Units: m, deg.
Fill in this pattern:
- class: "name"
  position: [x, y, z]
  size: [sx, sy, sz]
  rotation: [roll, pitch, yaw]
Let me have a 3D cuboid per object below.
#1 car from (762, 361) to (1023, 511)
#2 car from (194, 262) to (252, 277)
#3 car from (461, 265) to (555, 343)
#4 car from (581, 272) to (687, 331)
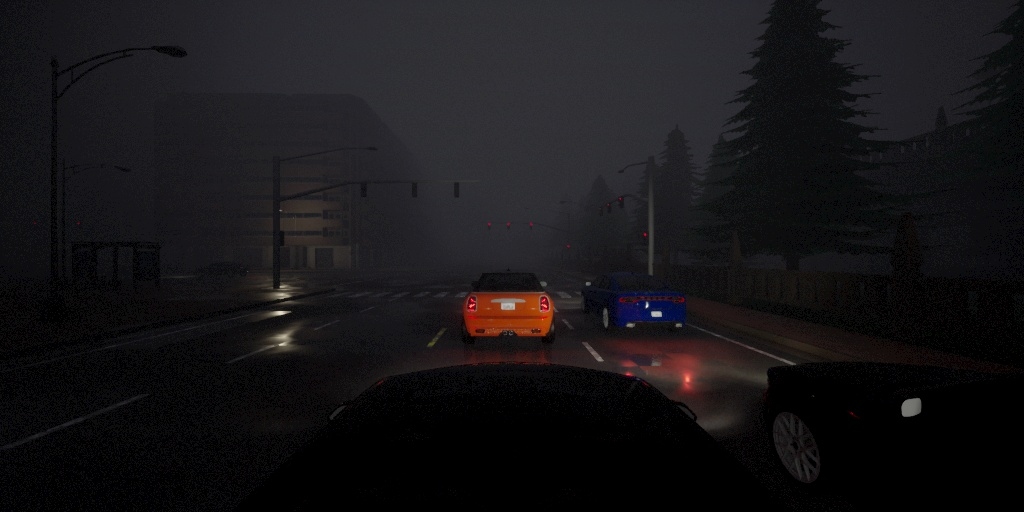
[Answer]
- class: "car"
  position: [3.288, 1.228, 1.453]
  size: [1.882, 1.535, 5.008]
  rotation: [0, 0, 3]
- class: "car"
  position: [-28.731, 1.310, 35.650]
  size: [4.892, 1.490, 1.837]
  rotation: [0, 0, -1]
- class: "car"
  position: [-0.081, 1.102, 9.835]
  size: [2.097, 1.767, 4.553]
  rotation: [0, 0, 0]
- class: "car"
  position: [3.419, 1.228, 10.979]
  size: [1.882, 1.535, 5.008]
  rotation: [0, 0, 0]
